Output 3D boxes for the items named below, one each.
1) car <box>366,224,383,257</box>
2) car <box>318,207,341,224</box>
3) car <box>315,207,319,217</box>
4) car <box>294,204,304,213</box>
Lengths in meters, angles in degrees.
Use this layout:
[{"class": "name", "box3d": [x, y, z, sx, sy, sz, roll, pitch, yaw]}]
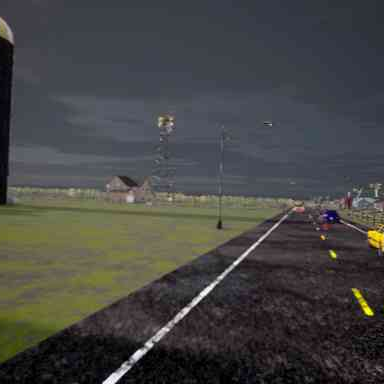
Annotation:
[{"class": "car", "box3d": [9.452, 2.095, 15.440, 1.801, 1.575, 5.366, 2, -1, 18]}, {"class": "car", "box3d": [15.978, 2.795, 38.500, 1.812, 1.442, 4.674, 2, -1, 19]}, {"class": "car", "box3d": [20.434, 3.175, 52.259, 2.128, 1.511, 4.902, 2, -1, 18]}, {"class": "car", "box3d": [23.051, 3.461, 71.427, 2.097, 1.767, 4.553, 2, -1, 18]}]
